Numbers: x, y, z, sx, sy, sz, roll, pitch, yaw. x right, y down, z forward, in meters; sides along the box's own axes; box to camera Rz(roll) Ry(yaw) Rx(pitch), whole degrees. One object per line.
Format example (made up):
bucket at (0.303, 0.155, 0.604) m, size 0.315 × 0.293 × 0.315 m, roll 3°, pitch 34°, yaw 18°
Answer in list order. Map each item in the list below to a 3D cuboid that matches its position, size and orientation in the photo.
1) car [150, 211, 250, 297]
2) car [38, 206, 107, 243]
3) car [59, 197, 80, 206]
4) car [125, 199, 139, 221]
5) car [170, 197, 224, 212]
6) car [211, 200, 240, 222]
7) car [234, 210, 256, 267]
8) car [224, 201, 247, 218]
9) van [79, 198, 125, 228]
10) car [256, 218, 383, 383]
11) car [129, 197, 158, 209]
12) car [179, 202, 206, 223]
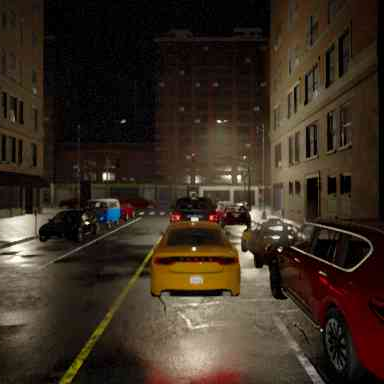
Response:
car at (0.047, 1.482, 8.642) m, size 1.882 × 1.535 × 5.008 m, roll 0°, pitch 0°, yaw -1°
car at (-5.858, 1.578, 16.320) m, size 1.947 × 1.339 × 4.313 m, roll 1°, pitch 0°, yaw 0°
car at (-13.286, 1.371, 39.952) m, size 5.008 × 1.535 × 1.882 m, roll 0°, pitch -1°, yaw 4°
car at (-5.862, 1.570, 27.285) m, size 1.887 × 1.381 × 4.507 m, roll 1°, pitch 0°, yaw 0°
car at (0.096, 1.234, 16.245) m, size 2.150 × 2.045 × 5.566 m, roll 0°, pitch 0°, yaw 0°
car at (2.664, 1.465, 27.288) m, size 1.967 × 1.590 × 4.097 m, roll 1°, pitch 0°, yaw 0°
car at (2.670, 1.532, 11.009) m, size 1.752 × 1.417 × 4.829 m, roll 1°, pitch 0°, yaw 0°
car at (2.667, 1.459, 21.805) m, size 1.967 × 1.590 × 4.097 m, roll 1°, pitch 0°, yaw 0°
van at (-5.858, 1.360, 21.803) m, size 1.690 × 1.788 × 3.998 m, roll 1°, pitch 0°, yaw 0°
car at (2.675, 1.317, 5.356) m, size 2.192 × 1.841 × 5.009 m, roll 1°, pitch 0°, yaw 0°
car at (-6.899, 1.456, 43.376) m, size 5.008 × 1.535 × 1.882 m, roll 0°, pitch -1°, yaw 0°
car at (0.070, 1.589, 26.714) m, size 1.994 × 1.385 × 4.181 m, roll 0°, pitch 0°, yaw 1°
